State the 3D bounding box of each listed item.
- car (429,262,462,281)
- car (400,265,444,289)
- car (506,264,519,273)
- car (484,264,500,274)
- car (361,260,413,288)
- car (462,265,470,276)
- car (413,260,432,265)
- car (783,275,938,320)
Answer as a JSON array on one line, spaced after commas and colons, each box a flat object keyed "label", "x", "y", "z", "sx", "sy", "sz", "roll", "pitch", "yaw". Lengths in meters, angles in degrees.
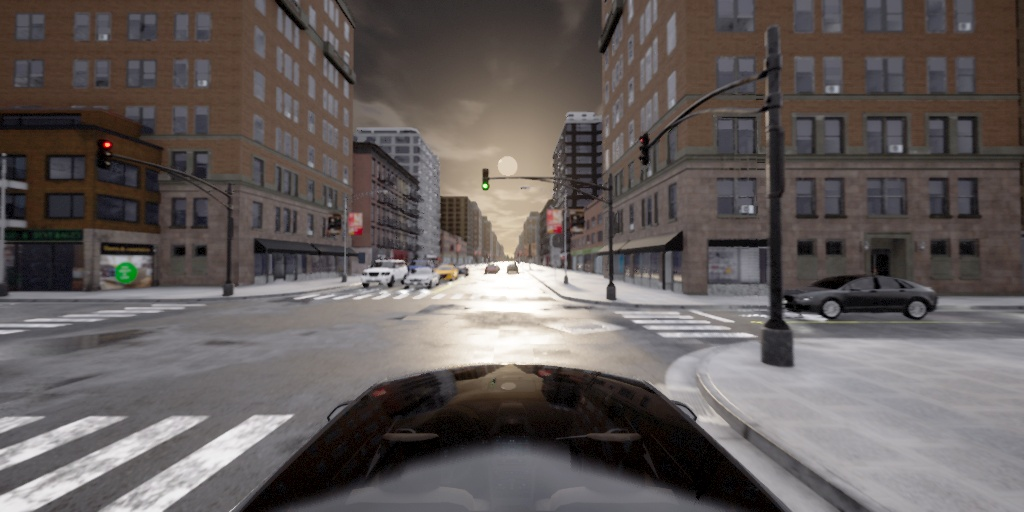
[{"label": "car", "x": -6.603, "y": 1.680, "z": 36.109, "sx": 1.882, "sy": 1.535, "sz": 5.008, "roll": 0, "pitch": -1, "yaw": 0}, {"label": "car", "x": -6.605, "y": 1.608, "z": 26.838, "sx": 1.812, "sy": 1.442, "sz": 4.674, "roll": 0, "pitch": -1, "yaw": 0}, {"label": "car", "x": 0.093, "y": 1.985, "z": 57.631, "sx": 1.837, "sy": 1.490, "sz": 4.892, "roll": 0, "pitch": -1, "yaw": 0}, {"label": "car", "x": -3.258, "y": 2.030, "z": 56.498, "sx": 1.994, "sy": 1.385, "sz": 4.181, "roll": 0, "pitch": -1, "yaw": 0}, {"label": "car", "x": -9.856, "y": 1.322, "z": 28.236, "sx": 2.150, "sy": 2.045, "sz": 5.566, "roll": 0, "pitch": -1, "yaw": 0}, {"label": "car", "x": -6.595, "y": 1.896, "z": 46.142, "sx": 1.994, "sy": 1.385, "sz": 4.181, "roll": 0, "pitch": -1, "yaw": 0}, {"label": "car", "x": -9.857, "y": 1.457, "z": 38.791, "sx": 2.150, "sy": 2.045, "sz": 5.566, "roll": 0, "pitch": 0, "yaw": 0}, {"label": "car", "x": 12.455, "y": 1.445, "z": 13.164, "sx": 4.892, "sy": 1.490, "sz": 1.837, "roll": 0, "pitch": -1, "yaw": 2}]
